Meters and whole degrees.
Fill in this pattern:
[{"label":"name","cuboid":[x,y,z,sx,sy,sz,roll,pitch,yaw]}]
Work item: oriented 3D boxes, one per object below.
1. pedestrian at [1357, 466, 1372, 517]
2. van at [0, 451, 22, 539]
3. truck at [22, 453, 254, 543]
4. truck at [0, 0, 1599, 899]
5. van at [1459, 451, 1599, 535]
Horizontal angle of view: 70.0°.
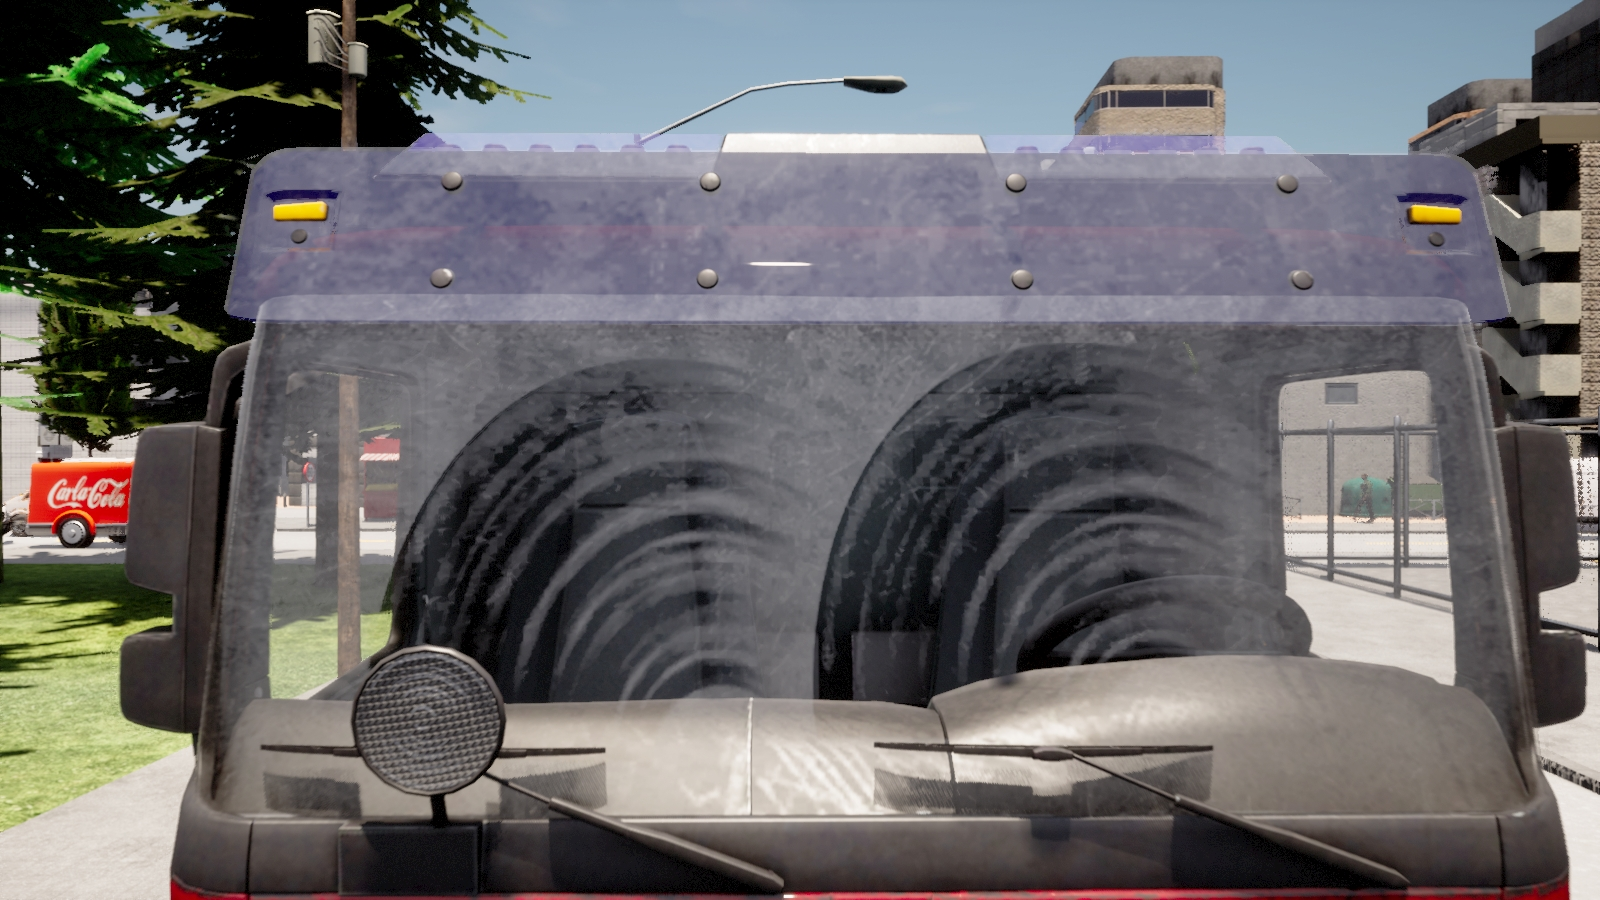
[{"label":"pedestrian","cuboid":[20.509,1.504,41.503,0.375,1.860,0.375,0,0,4]},{"label":"van","cuboid":[-26.254,1.299,33.260,5.915,2.561,1.988,0,0,2]},{"label":"truck","cuboid":[-19.026,1.333,33.037,5.204,2.467,2.627,0,0,1]},{"label":"truck","cuboid":[0.089,0.667,5.682,2.891,3.827,8.468,0,0,-1]},{"label":"van","cuboid":[24.219,1.298,35.859,5.915,2.561,1.988,0,0,1]}]
